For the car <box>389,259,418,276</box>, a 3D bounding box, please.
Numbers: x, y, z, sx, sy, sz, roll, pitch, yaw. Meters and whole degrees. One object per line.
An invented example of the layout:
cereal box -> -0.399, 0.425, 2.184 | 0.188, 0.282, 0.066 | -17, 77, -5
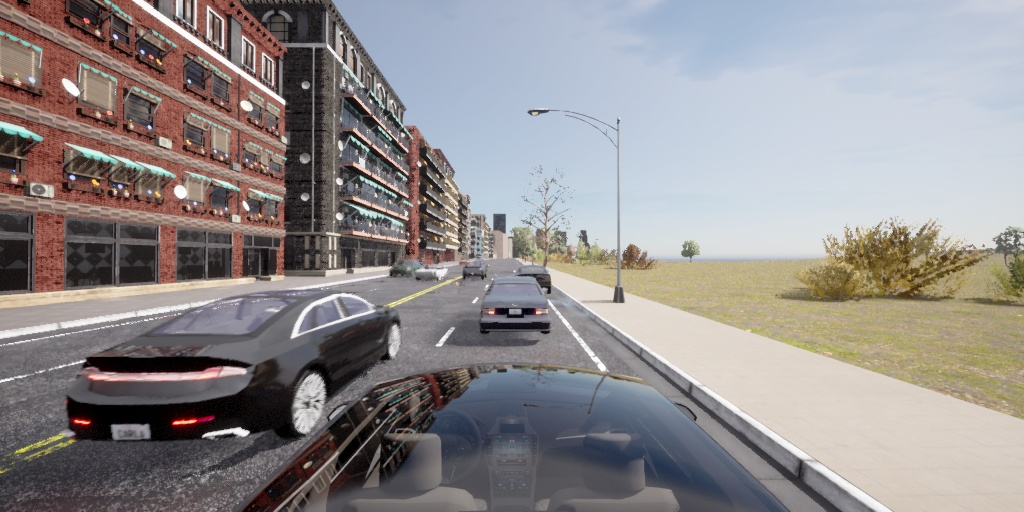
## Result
car -> -9.893, 1.104, 33.711 | 2.097, 1.767, 4.553 | 0, 0, 0

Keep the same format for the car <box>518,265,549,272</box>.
car -> 1.112, 1.230, 20.371 | 1.882, 1.535, 5.008 | 0, 0, 0

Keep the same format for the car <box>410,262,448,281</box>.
car -> -6.637, 1.353, 29.789 | 1.895, 1.301, 4.718 | 0, 0, 0

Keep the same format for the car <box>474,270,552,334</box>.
car -> 0.091, 1.299, 10.607 | 2.033, 1.411, 5.357 | 0, 0, 0

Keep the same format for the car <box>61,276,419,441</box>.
car -> -3.158, 1.242, 5.392 | 2.128, 1.511, 4.902 | 0, 0, 0

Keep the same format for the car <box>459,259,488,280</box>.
car -> -3.190, 1.243, 31.444 | 2.128, 1.511, 4.902 | 0, 0, 0
